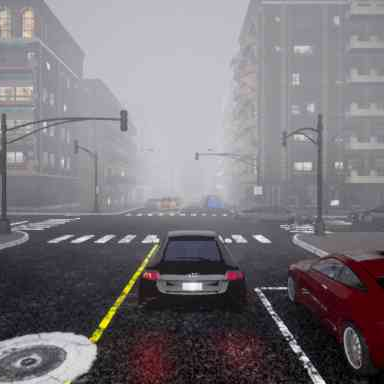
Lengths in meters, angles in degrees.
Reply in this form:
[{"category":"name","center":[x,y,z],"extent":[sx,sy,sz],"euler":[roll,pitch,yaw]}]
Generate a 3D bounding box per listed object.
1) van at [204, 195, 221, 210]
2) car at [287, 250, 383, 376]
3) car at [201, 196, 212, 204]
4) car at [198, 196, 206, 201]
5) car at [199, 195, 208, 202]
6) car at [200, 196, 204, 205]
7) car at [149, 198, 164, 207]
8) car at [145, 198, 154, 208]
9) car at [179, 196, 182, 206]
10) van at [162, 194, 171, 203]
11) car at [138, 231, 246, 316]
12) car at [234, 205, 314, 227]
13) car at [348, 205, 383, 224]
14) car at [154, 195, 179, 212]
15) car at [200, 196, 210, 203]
[{"category":"van","center":[2.839,1.381,43.186],"extent":[1.690,1.788,3.998],"euler":[-1,0,0]},{"category":"car","center":[2.796,1.582,5.284],"extent":[1.802,1.307,4.206],"euler":[0,0,0]},{"category":"car","center":[2.724,1.538,65.245],"extent":[1.967,1.590,4.097],"euler":[-1,0,0]},{"category":"car","center":[2.814,1.768,92.853],"extent":[1.947,1.339,4.313],"euler":[-1,0,0]},{"category":"car","center":[2.782,1.597,81.808],"extent":[1.967,1.590,4.097],"euler":[-1,0,0]},{"category":"car","center":[2.753,1.367,48.683],"extent":[2.192,1.841,5.009],"euler":[-1,0,0]},{"category":"car","center":[-5.806,1.631,54.260],"extent":[1.947,1.339,4.313],"euler":[-1,0,0]},{"category":"car","center":[-5.810,1.634,48.738],"extent":[1.802,1.307,4.206],"euler":[-1,0,0]},{"category":"car","center":[-3.054,1.544,54.832],"extent":[1.882,1.535,5.008],"euler":[0,0,0]},{"category":"van","center":[-5.795,1.478,76.353],"extent":[1.690,1.788,3.998],"euler":[-1,0,0]},{"category":"car","center":[0.007,1.564,7.623],"extent":[1.994,1.385,4.181],"euler":[0,0,0]},{"category":"car","center":[5.676,1.596,23.292],"extent":[5.357,1.411,2.033],"euler":[1,1,13]},{"category":"car","center":[14.623,1.727,26.199],"extent":[4.181,1.385,1.994],"euler":[1,0,0]},{"category":"car","center":[-3.042,1.387,39.829],"extent":[2.097,1.767,4.553],"euler":[0,0,-1]},{"category":"car","center":[2.729,1.662,70.765],"extent":[1.887,1.381,4.507],"euler":[-1,0,0]}]
